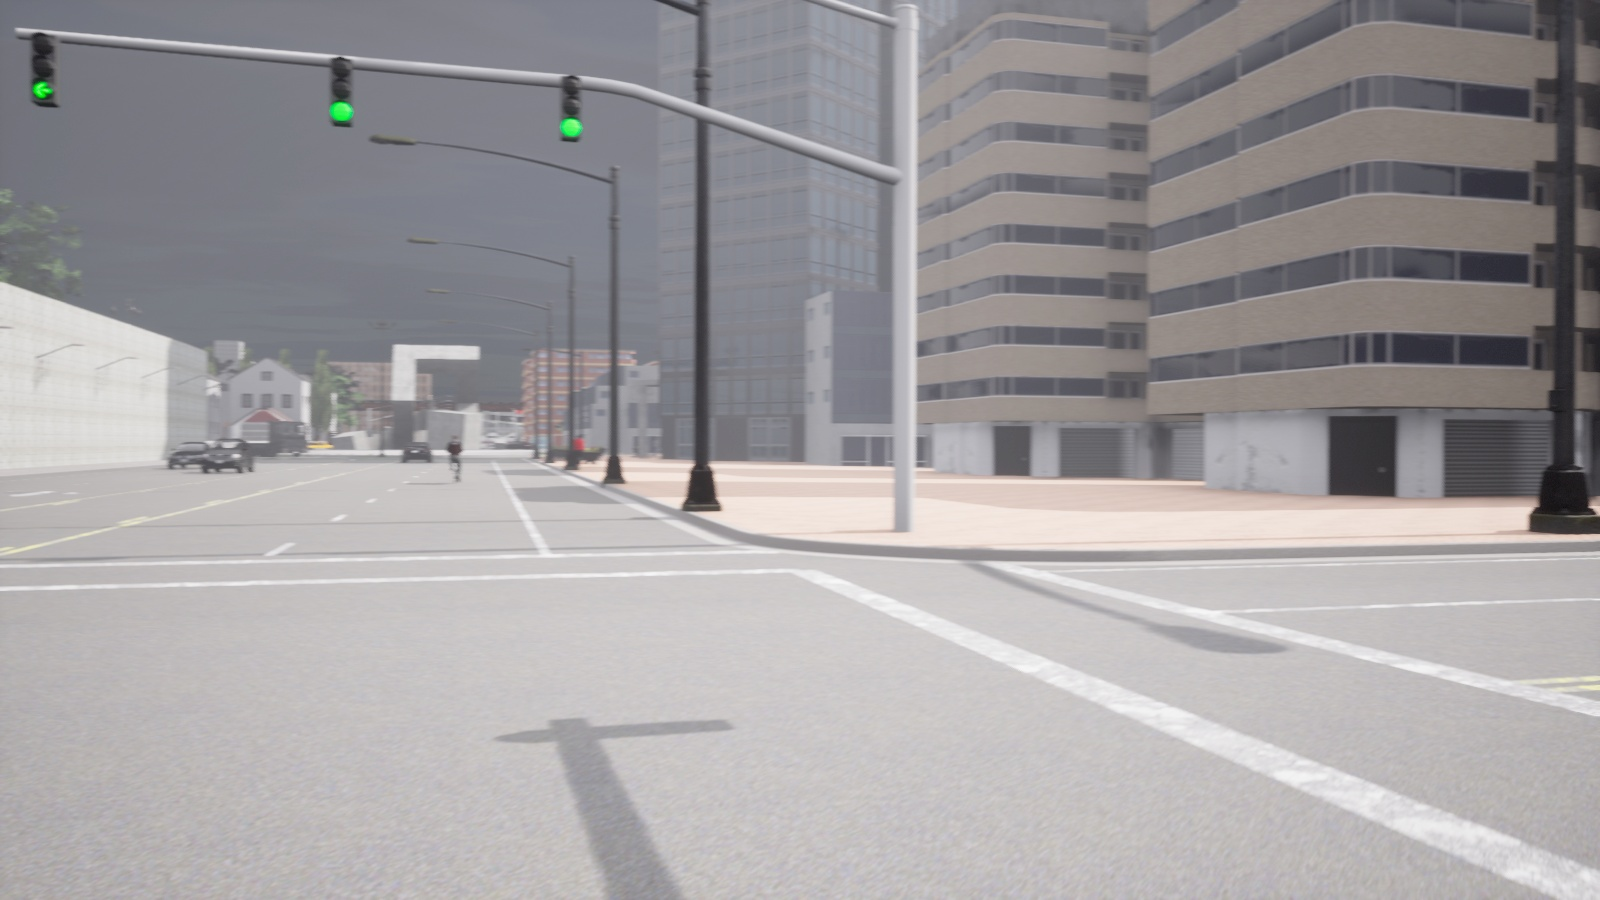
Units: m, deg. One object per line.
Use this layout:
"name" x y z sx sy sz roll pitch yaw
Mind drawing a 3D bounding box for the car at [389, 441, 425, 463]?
"car" -27.585 0.109 88.270 2.163 1.488 4.792 0 0 -15

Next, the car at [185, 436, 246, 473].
"car" -26.934 0.184 57.983 1.851 1.617 3.988 0 0 -15

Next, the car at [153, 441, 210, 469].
"car" -32.828 0.233 66.728 1.812 1.442 4.674 0 0 -15

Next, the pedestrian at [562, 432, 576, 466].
"pedestrian" -12.659 -0.052 68.759 0.634 1.844 0.899 0 0 -17
